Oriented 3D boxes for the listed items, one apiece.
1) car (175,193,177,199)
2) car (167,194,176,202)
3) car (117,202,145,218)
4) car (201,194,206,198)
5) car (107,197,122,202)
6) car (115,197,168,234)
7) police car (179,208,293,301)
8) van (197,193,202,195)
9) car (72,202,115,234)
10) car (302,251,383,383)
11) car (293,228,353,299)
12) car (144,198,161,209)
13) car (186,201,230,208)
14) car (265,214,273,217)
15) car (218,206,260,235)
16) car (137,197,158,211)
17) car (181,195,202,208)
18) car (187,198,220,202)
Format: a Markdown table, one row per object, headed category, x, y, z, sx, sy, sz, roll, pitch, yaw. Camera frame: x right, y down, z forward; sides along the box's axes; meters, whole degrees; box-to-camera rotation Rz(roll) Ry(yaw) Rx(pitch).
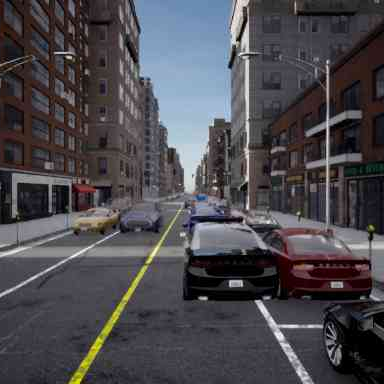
| category | x | y | z | sx | sy | sz | roll | pitch | yaw |
| --- | --- | --- | --- | --- | --- | --- | --- | --- | --- |
| car | -5.545 | 1.556 | 85.136 | 1.887 | 1.381 | 4.507 | 0 | 0 | 0 |
| car | -5.535 | 1.562 | 79.455 | 2.008 | 1.369 | 4.403 | 0 | 0 | 0 |
| car | -5.444 | 1.586 | 30.300 | 1.802 | 1.307 | 4.206 | 0 | 0 | 0 |
| car | 2.550 | 1.447 | 46.878 | 1.967 | 1.590 | 4.097 | 0 | 0 | 0 |
| car | -5.434 | 1.318 | 24.781 | 2.192 | 1.841 | 5.009 | 0 | 0 | 0 |
| car | -2.784 | 1.354 | 19.333 | 2.097 | 1.767 | 4.553 | 0 | 0 | 0 |
| police car | 0.712 | 1.426 | 8.514 | 1.930 | 1.638 | 5.238 | 0 | 0 | -2 |
| van | 2.490 | 1.352 | 79.478 | 1.690 | 1.788 | 3.998 | 0 | 0 | 0 |
| car | -5.419 | 1.527 | 19.095 | 1.752 | 1.417 | 4.829 | 0 | 0 | 0 |
| car | 2.632 | 1.566 | 2.727 | 1.947 | 1.339 | 4.313 | 0 | 0 | 0 |
| car | 2.621 | 1.545 | 8.246 | 1.887 | 1.381 | 4.507 | 0 | 0 | 0 |
| car | -5.475 | 1.532 | 46.685 | 1.752 | 1.417 | 4.829 | 0 | 0 | 0 |
| car | 0.790 | 1.480 | 18.423 | 1.882 | 1.535 | 5.008 | 0 | 0 | 0 |
| car | 2.611 | 1.552 | 13.765 | 2.008 | 1.369 | 4.403 | 0 | 0 | 0 |
| car | 2.601 | 1.584 | 19.284 | 1.802 | 1.307 | 4.206 | 0 | 0 | 0 |
| car | -5.465 | 1.446 | 41.337 | 1.967 | 1.590 | 4.097 | 0 | 0 | 0 |
| car | -0.063 | 1.498 | 46.417 | 2.128 | 1.511 | 4.902 | 0 | 0 | 0 |
| car | 0.779 | 1.481 | 24.423 | 1.882 | 1.535 | 5.008 | 0 | 0 | 0 |
